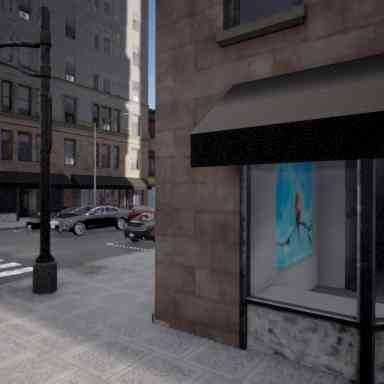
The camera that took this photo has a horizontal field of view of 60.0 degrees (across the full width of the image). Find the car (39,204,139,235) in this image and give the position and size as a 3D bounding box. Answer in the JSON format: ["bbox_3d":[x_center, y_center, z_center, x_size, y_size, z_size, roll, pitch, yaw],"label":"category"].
[{"bbox_3d":[-5.680,1.497,18.953,2.128,1.511,4.902,0,0,35],"label":"car"}]

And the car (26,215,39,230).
[{"bbox_3d":[-7.809,1.563,20.337,1.947,1.339,4.313,0,0,35],"label":"car"}]

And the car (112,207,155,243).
[{"bbox_3d":[-1.266,1.573,15.691,2.008,1.369,4.403,0,0,35],"label":"car"}]

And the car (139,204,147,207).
[{"bbox_3d":[-4.520,1.583,24.970,1.802,1.307,4.206,0,0,35],"label":"car"}]
